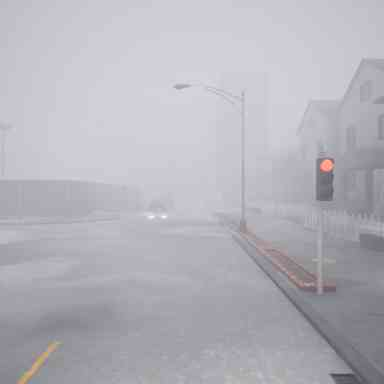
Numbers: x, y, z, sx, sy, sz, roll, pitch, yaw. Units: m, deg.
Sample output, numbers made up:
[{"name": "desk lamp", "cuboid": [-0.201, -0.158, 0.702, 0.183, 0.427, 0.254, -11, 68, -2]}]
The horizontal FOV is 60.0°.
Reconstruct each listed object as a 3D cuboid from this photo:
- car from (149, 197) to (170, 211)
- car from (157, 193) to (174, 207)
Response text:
[{"name": "car", "cuboid": [-4.083, 1.601, 40.949, 1.895, 1.301, 4.718, 0, 0, 0]}, {"name": "car", "cuboid": [-4.057, 1.221, 51.590, 2.150, 2.045, 5.566, 0, 0, 1]}]
